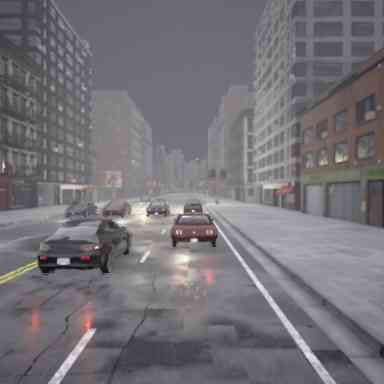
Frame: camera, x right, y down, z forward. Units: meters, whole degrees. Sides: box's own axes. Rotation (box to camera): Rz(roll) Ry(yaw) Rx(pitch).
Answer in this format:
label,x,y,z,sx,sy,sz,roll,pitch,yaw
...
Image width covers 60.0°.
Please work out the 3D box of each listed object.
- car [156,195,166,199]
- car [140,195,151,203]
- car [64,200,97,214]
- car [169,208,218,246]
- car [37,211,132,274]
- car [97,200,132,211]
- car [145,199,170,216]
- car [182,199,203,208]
label,x,y,z,sx,sy,sz,roll,pitch,yaw
car,-6.502,1.430,70.022,1.882,1.535,5.008,0,0,0
car,-9.752,1.468,70.439,1.812,1.442,4.674,0,0,0
car,-9.848,1.509,29.865,1.837,1.490,4.892,0,0,0
car,0.086,1.606,15.276,1.895,1.301,4.718,0,0,0
car,-3.148,1.530,10.443,1.812,1.442,4.674,0,0,0
car,-6.597,1.482,29.559,1.882,1.535,5.008,0,0,0
car,-3.147,1.604,31.777,1.895,1.301,4.718,0,0,0
car,0.095,1.507,33.230,1.837,1.490,4.892,0,0,0
